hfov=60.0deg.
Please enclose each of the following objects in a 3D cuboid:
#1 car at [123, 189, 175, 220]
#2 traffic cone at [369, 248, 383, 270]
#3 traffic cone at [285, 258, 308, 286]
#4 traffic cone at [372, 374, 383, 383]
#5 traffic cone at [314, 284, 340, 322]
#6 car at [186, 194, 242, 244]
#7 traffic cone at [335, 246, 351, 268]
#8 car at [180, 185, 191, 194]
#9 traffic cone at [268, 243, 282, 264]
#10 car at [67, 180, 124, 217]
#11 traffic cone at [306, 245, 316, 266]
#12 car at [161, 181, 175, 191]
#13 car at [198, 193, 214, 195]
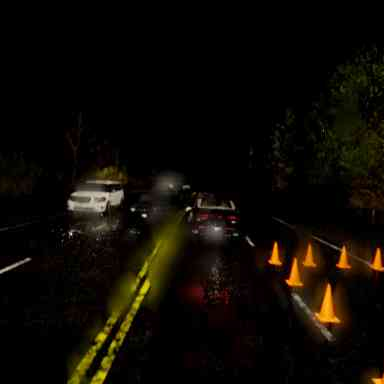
[{"bbox_3d":[-2.476,0.798,20.524,2.033,1.411,5.357,3,2,1],"label":"car"},{"bbox_3d":[5.452,1.943,9.750,0.340,0.580,0.340,3,2,1],"label":"traffic cone"},{"bbox_3d":[2.415,1.852,7.810,0.340,0.580,0.340,3,2,1],"label":"traffic cone"},{"bbox_3d":[2.331,1.972,3.813,0.340,0.580,0.340,3,2,1],"label":"traffic cone"},{"bbox_3d":[2.373,1.912,5.811,0.340,0.580,0.340,3,2,1],"label":"traffic cone"},{"bbox_3d":[0.819,1.035,12.887,1.837,1.490,4.892,4,-2,1],"label":"car"},{"bbox_3d":[4.454,1.893,9.770,0.340,0.580,0.340,3,2,1],"label":"traffic cone"},{"bbox_3d":[-1.194,-0.554,62.536,2.128,1.511,4.902,3,2,2],"label":"car"},{"bbox_3d":[2.457,1.791,9.809,0.340,0.580,0.340,3,2,1],"label":"traffic cone"},{"bbox_3d":[-5.705,0.309,20.568,2.150,2.045,5.566,3,2,1],"label":"car"},{"bbox_3d":[3.455,1.842,9.789,0.340,0.580,0.340,3,2,1],"label":"traffic cone"},{"bbox_3d":[-4.423,-0.982,62.452,2.150,2.045,5.566,3,2,2],"label":"car"},{"bbox_3d":[1.238,0.713,30.737,1.895,1.301,4.718,3,2,2],"label":"car"}]
